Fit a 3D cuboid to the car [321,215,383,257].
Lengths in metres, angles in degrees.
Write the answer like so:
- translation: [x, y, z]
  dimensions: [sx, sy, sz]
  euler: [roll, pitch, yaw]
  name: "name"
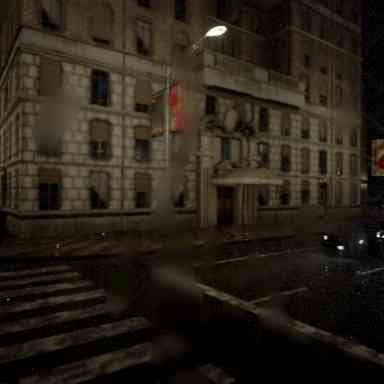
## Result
- translation: [7.604, 1.667, 13.711]
  dimensions: [5.357, 1.411, 2.033]
  euler: [1, 0, -35]
  name: "car"
